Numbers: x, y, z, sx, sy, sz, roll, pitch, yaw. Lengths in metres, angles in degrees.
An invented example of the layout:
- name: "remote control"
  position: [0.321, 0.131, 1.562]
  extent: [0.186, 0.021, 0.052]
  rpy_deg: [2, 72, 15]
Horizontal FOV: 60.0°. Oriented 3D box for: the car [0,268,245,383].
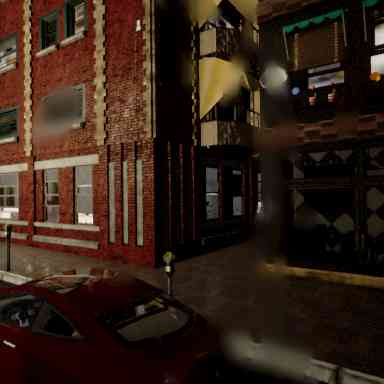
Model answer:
- name: "car"
  position: [-1.444, 1.583, 3.878]
  extent: [4.206, 1.307, 1.802]
  rpy_deg: [0, -1, 36]
